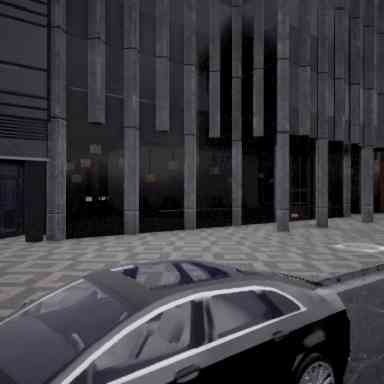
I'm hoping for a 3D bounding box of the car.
[{"bbox_3d":[-0.503,1.491,3.021,4.902,1.511,2.128,0,0,-36],"label":"car"}]
